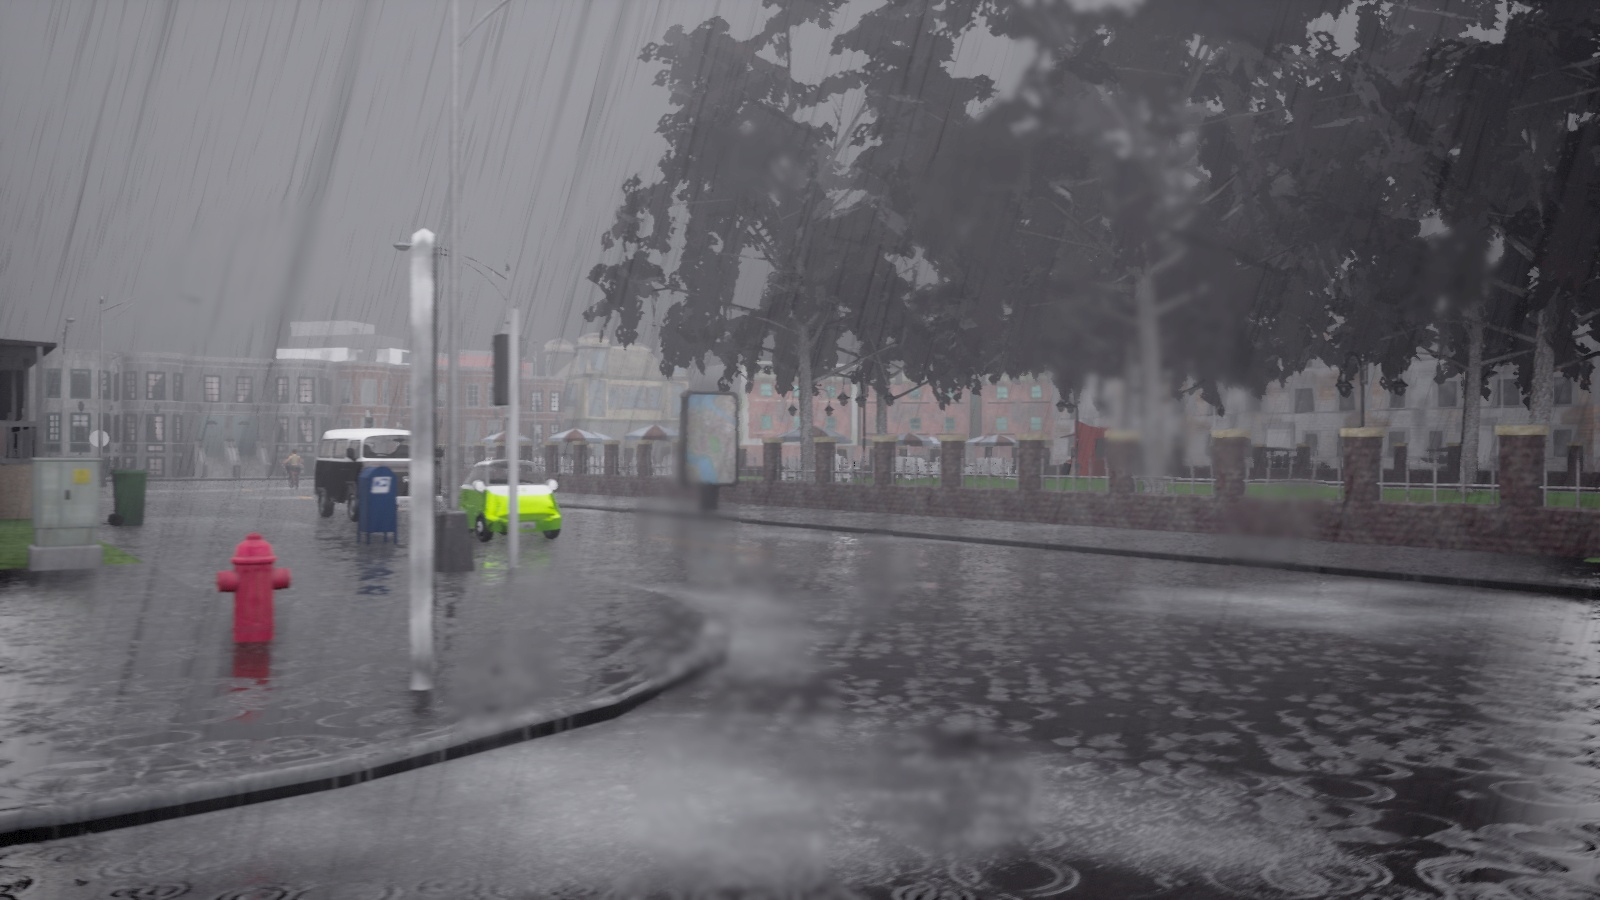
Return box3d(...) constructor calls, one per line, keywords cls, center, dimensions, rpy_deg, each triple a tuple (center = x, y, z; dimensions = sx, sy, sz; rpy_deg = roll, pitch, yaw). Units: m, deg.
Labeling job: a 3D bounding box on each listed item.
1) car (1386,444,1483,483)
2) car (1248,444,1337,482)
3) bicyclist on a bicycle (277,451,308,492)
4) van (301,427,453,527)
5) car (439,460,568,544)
box3d(cls="car", center=(31.503, 0.640, 62.410), dimensions=(1.905, 1.878, 3.866), rpy_deg=(0, 0, -35))
box3d(cls="car", center=(25.231, 0.659, 64.404), dimensions=(1.905, 1.878, 3.866), rpy_deg=(0, 0, -35))
box3d(cls="bicyclist on a bicycle", center=(-20.655, 0.862, 51.100), dimensions=(0.866, 1.612, 1.509), rpy_deg=(0, 0, -35))
box3d(cls="van", center=(-9.565, 0.564, 28.174), dimensions=(2.069, 2.038, 4.480), rpy_deg=(0, 0, -35))
box3d(cls="car", center=(-5.202, 0.869, 21.917), dimensions=(1.481, 1.376, 2.207), rpy_deg=(0, -1, -35))
